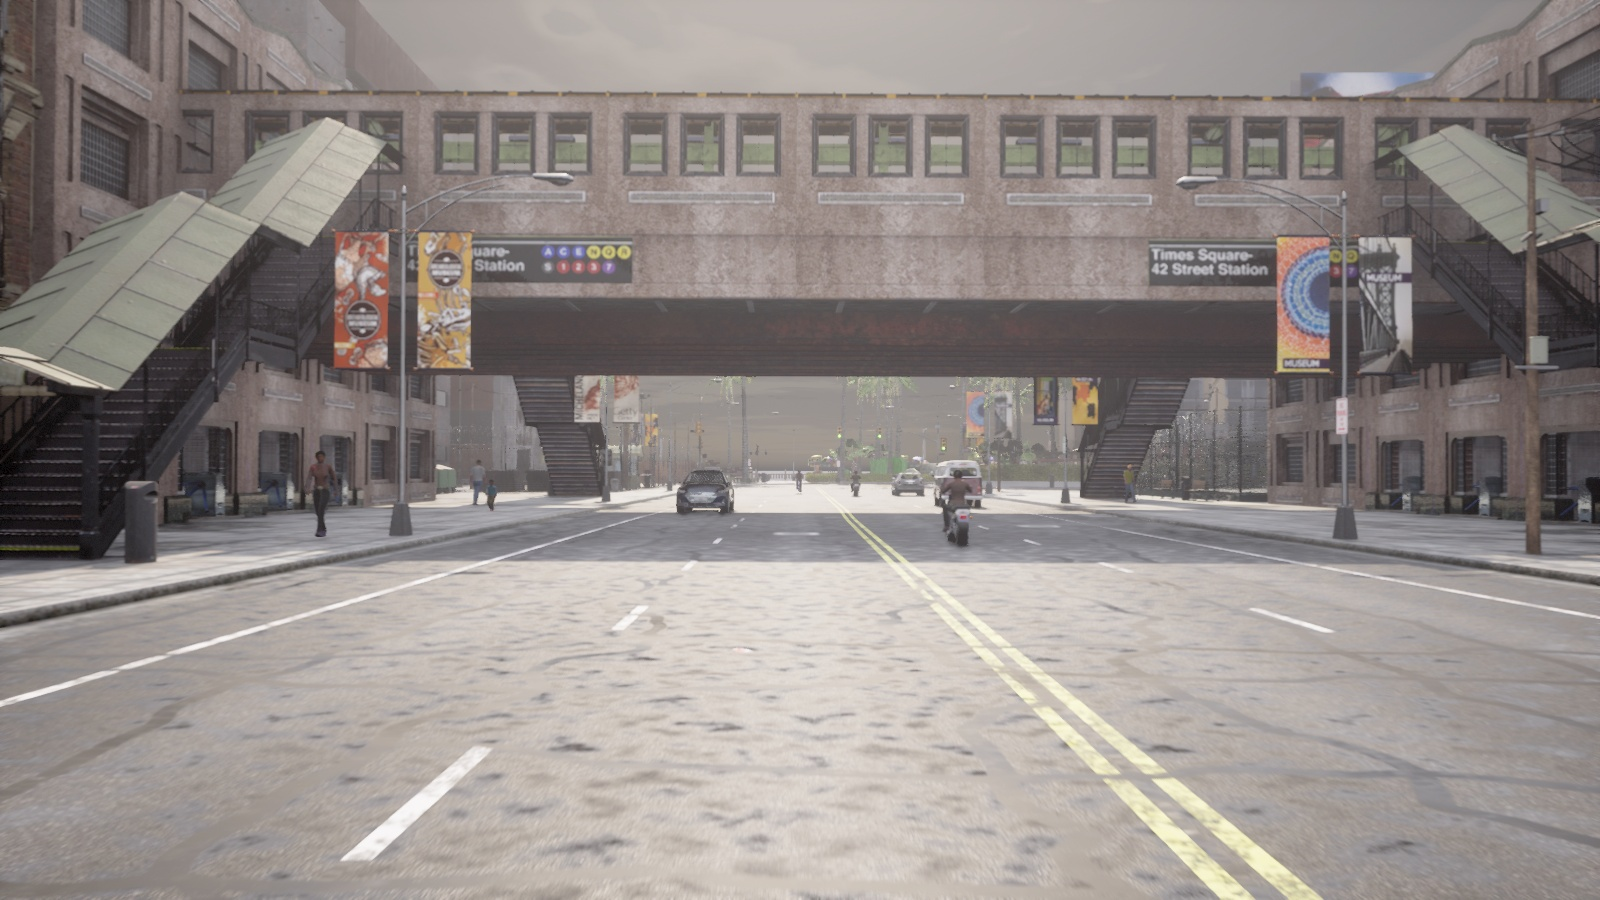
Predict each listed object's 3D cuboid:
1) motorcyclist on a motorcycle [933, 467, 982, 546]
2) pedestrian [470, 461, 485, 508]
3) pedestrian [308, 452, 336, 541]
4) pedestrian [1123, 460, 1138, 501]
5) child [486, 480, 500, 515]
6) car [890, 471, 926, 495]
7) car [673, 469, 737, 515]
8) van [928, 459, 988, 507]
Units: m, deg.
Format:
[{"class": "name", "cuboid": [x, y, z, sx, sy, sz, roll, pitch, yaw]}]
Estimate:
[{"class": "motorcyclist on a motorcycle", "cuboid": [3.434, 1.214, 27.610, 0.766, 1.649, 2.350, 0, -1, 0]}, {"class": "pedestrian", "cuboid": [-12.722, 1.352, 49.588, 0.354, 1.836, 0.706, 0, -1, 4]}, {"class": "pedestrian", "cuboid": [-9.850, 0.944, 25.881, 0.328, 1.805, 0.869, 0, -1, -6]}, {"class": "pedestrian", "cuboid": [15.002, 1.365, 56.972, 0.354, 1.836, 0.706, 0, -1, -12]}, {"class": "child", "cuboid": [-10.442, 1.608, 42.700, 0.343, 1.192, 0.448, 0, -1, 2]}, {"class": "car", "cuboid": [6.961, 2.111, 81.171, 1.970, 1.475, 3.806, 0, -1, 0]}, {"class": "car", "cuboid": [-3.531, 1.554, 47.472, 2.033, 1.649, 4.856, 0, -1, 0]}, {"class": "van", "cuboid": [7.003, 1.449, 56.067, 2.069, 2.038, 4.480, 0, -1, 0]}]
